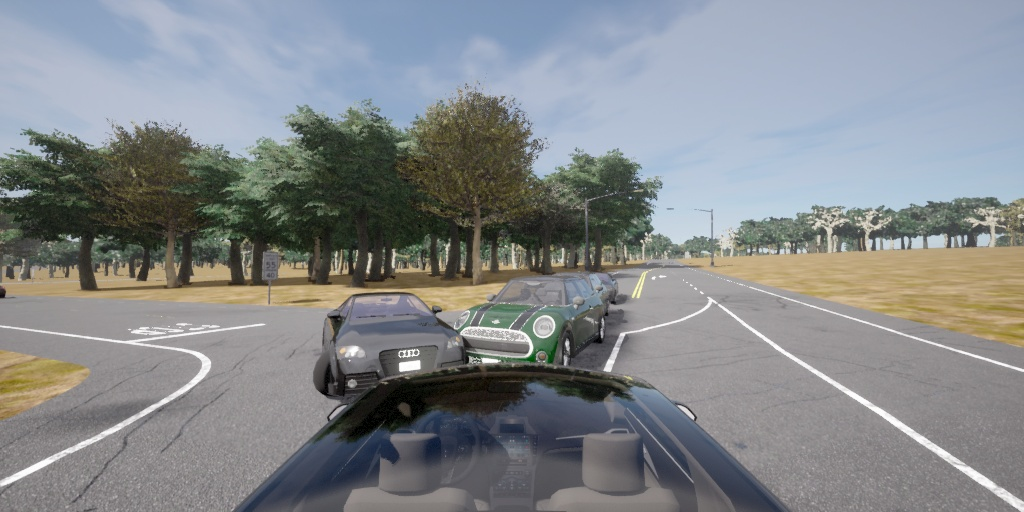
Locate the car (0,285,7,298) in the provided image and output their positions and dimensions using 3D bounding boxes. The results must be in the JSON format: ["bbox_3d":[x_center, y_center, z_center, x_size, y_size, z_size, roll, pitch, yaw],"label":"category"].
[{"bbox_3d":[-40.862,2.563,27.396,4.181,1.385,1.994,-2,-3,22],"label":"car"}]

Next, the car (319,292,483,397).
[{"bbox_3d":[-2.355,1.376,6.633,1.994,1.385,4.181,1,-2,-29],"label":"car"}]

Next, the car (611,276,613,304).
[{"bbox_3d":[2.022,1.344,12.151,2.097,1.767,4.553,-1,-1,21],"label":"car"}]

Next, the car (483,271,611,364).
[{"bbox_3d":[0.616,1.218,7.838,2.097,1.767,4.553,-1,-2,26],"label":"car"}]

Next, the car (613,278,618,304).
[{"bbox_3d":[4.216,1.509,17.878,1.994,1.385,4.181,-1,0,19],"label":"car"}]
